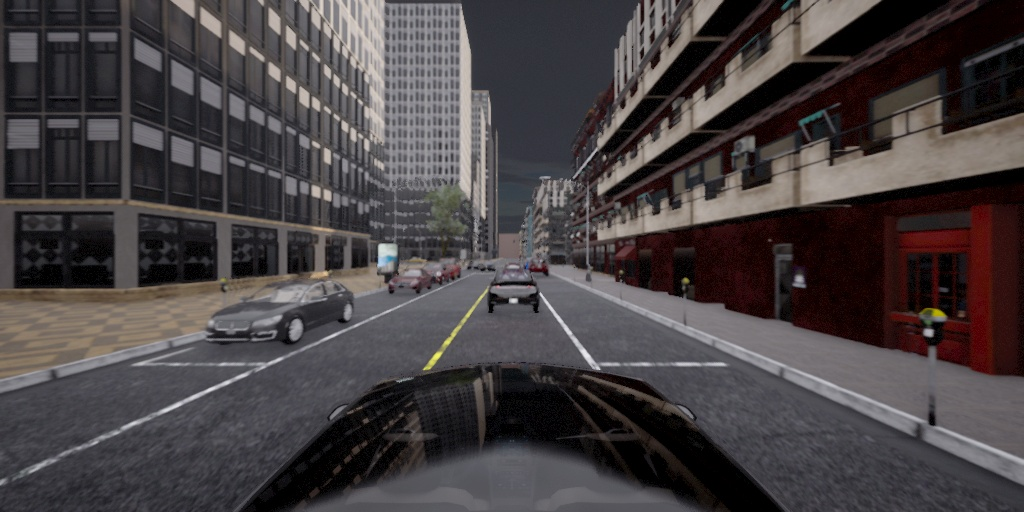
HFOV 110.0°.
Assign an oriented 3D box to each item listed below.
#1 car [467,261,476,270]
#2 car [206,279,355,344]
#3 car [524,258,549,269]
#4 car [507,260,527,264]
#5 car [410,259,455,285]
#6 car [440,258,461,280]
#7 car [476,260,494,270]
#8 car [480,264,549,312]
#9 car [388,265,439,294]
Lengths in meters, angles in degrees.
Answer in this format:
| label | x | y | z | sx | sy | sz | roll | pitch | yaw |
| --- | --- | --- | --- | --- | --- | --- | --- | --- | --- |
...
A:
| label | x | y | z | sx | sy | sz | roll | pitch | yaw |
| --- | --- | --- | --- | --- | --- | --- | --- | --- | --- |
| car | -5.691 | 1.393 | 53.852 | 1.948 | 1.339 | 4.313 | 0 | 0 | 0 |
| car | -5.691 | 1.310 | 9.444 | 2.007 | 1.370 | 4.403 | 0 | 0 | 0 |
| car | 2.690 | 1.114 | 37.200 | 2.192 | 1.841 | 5.009 | 0 | 0 | 0 |
| car | 0.074 | 1.314 | 30.214 | 1.812 | 1.442 | 4.674 | 0 | 0 | 0 |
| car | -5.691 | 1.223 | 26.097 | 1.967 | 1.591 | 4.097 | 0 | 0 | 0 |
| car | -5.690 | 1.106 | 31.648 | 2.192 | 1.841 | 5.009 | 0 | 0 | 0 |
| car | -3.094 | 1.363 | 46.630 | 2.033 | 1.411 | 5.357 | 0 | 0 | 0 |
| car | 0.068 | 1.258 | 14.223 | 2.128 | 1.511 | 4.902 | 0 | 0 | 0 |
| car | -5.691 | 1.357 | 20.546 | 1.802 | 1.307 | 4.207 | 0 | 0 | 0 |
